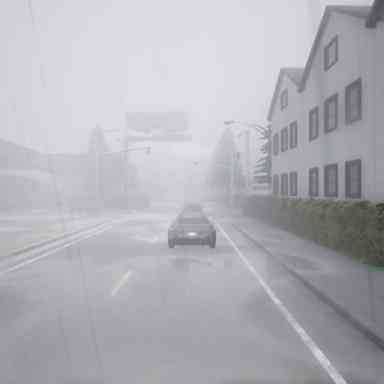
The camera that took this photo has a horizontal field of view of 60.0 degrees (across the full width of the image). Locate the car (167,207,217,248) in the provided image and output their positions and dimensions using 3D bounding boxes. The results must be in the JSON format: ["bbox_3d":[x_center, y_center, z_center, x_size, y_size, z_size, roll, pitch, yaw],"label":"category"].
[{"bbox_3d":[0.000,1.571,14.650,1.994,1.385,4.181,0,0,0],"label":"car"}]

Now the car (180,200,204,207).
[{"bbox_3d":[0.000,1.515,29.650,1.837,1.490,4.892,0,0,0],"label":"car"}]

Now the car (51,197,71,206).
[{"bbox_3d":[-22.171,1.670,58.170,4.611,1.667,2.242,0,0,0],"label":"car"}]
